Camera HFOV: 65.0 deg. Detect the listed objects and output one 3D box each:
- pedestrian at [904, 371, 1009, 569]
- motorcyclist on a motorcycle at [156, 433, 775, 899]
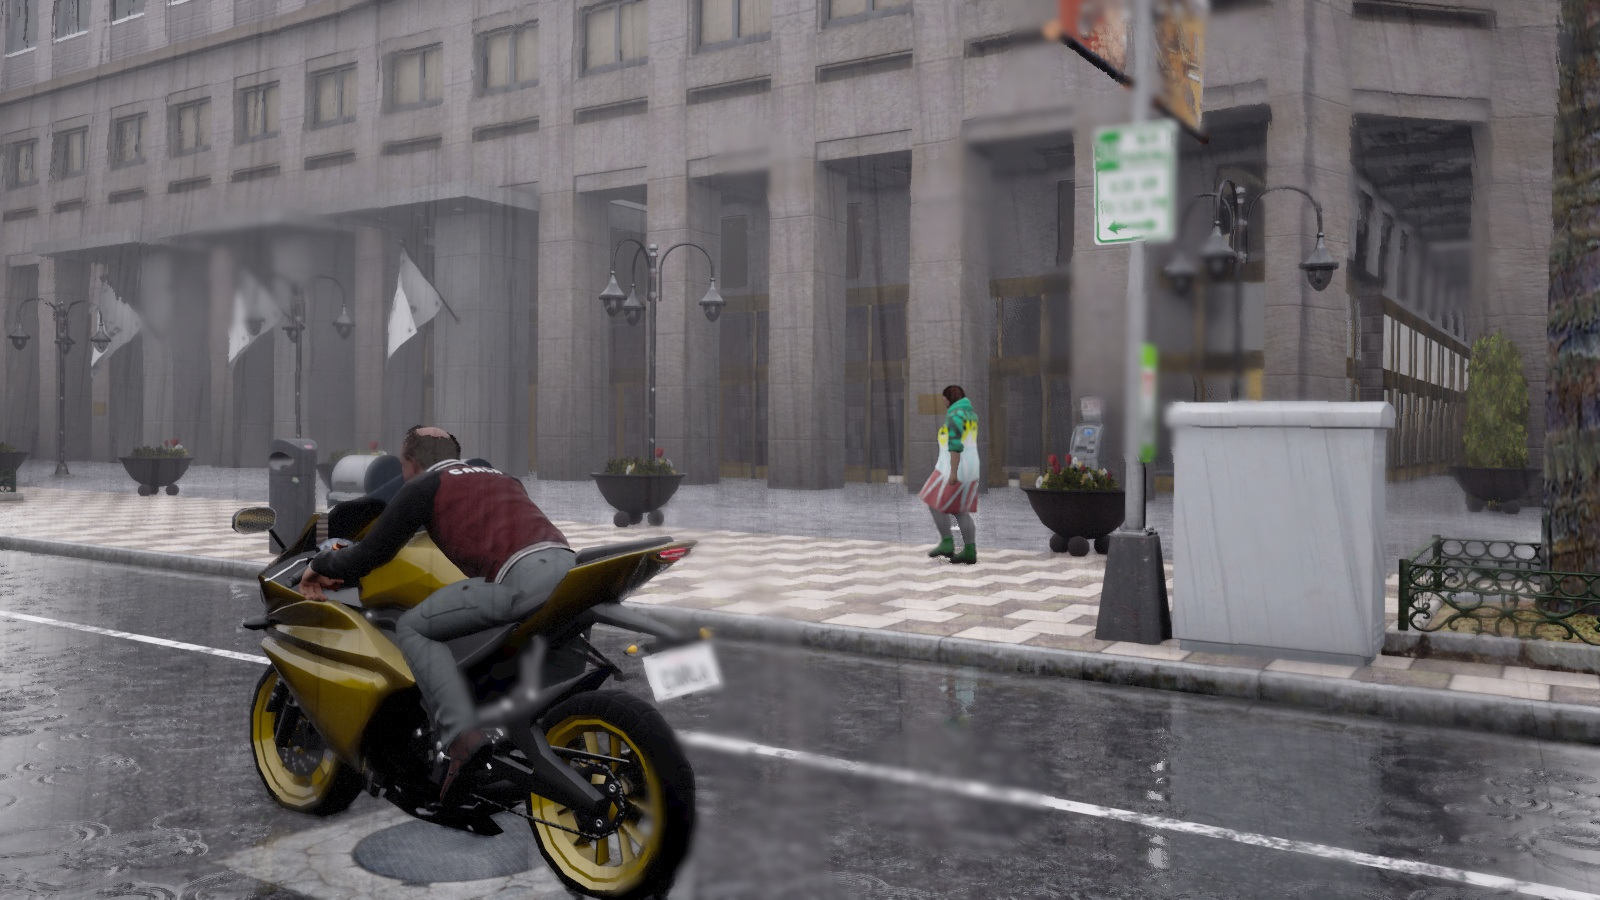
[{"bbox_3d":[1.605,0.198,12.879,0.873,1.952,0.659,0,1,29],"label":"pedestrian"},{"bbox_3d":[-1.241,0.717,4.448,2.191,1.530,0.866,0,1,34],"label":"motorcyclist on a motorcycle"}]
